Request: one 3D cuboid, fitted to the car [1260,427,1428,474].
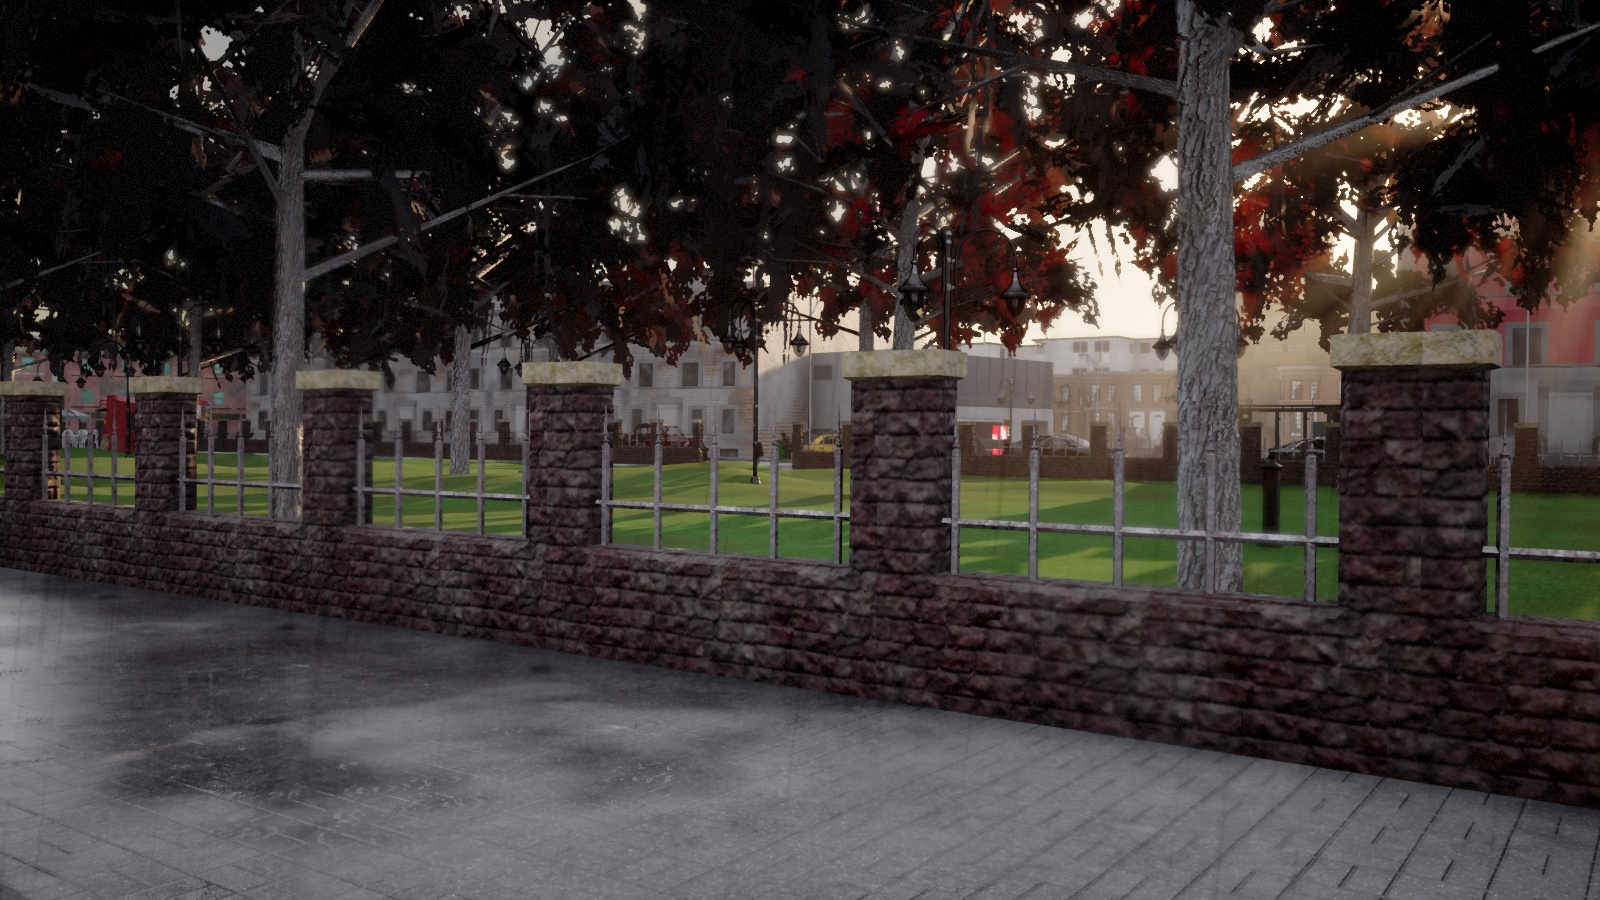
[{"bbox_3d":[18.148,-0.002,41.978,4.892,1.490,1.837,0,1,35],"label":"car"}]

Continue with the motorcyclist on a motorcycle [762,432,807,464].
[{"bbox_3d":[-0.761,-0.101,60.165,2.044,1.523,0.797,0,1,35],"label":"motorcyclist on a motorcycle"}]

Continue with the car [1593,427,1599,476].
[{"bbox_3d":[25.908,0.024,36.535,4.674,1.442,1.812,0,1,36],"label":"car"}]

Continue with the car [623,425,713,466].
[{"bbox_3d":[-6.216,-0.223,59.107,3.866,1.878,1.905,0,1,35],"label":"car"}]

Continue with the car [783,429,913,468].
[{"bbox_3d":[2.007,-0.075,53.329,5.366,1.575,1.801,0,1,35],"label":"car"}]

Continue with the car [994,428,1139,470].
[{"bbox_3d":[10.079,-0.054,47.654,4.902,1.511,2.128,0,1,35],"label":"car"}]
